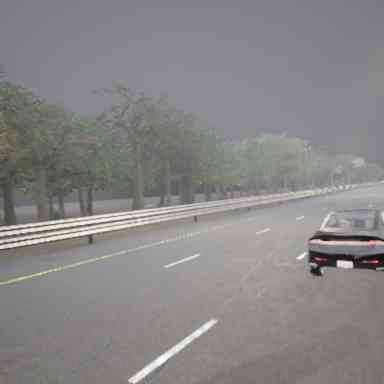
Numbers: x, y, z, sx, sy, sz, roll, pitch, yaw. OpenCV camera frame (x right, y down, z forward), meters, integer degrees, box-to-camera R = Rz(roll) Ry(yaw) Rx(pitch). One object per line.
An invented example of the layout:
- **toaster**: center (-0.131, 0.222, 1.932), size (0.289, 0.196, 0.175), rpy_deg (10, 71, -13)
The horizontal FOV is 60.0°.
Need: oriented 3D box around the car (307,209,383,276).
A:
- **car**: center (4.479, 1.204, 8.942), size (2.128, 1.511, 4.902), rpy_deg (-4, 0, 33)
